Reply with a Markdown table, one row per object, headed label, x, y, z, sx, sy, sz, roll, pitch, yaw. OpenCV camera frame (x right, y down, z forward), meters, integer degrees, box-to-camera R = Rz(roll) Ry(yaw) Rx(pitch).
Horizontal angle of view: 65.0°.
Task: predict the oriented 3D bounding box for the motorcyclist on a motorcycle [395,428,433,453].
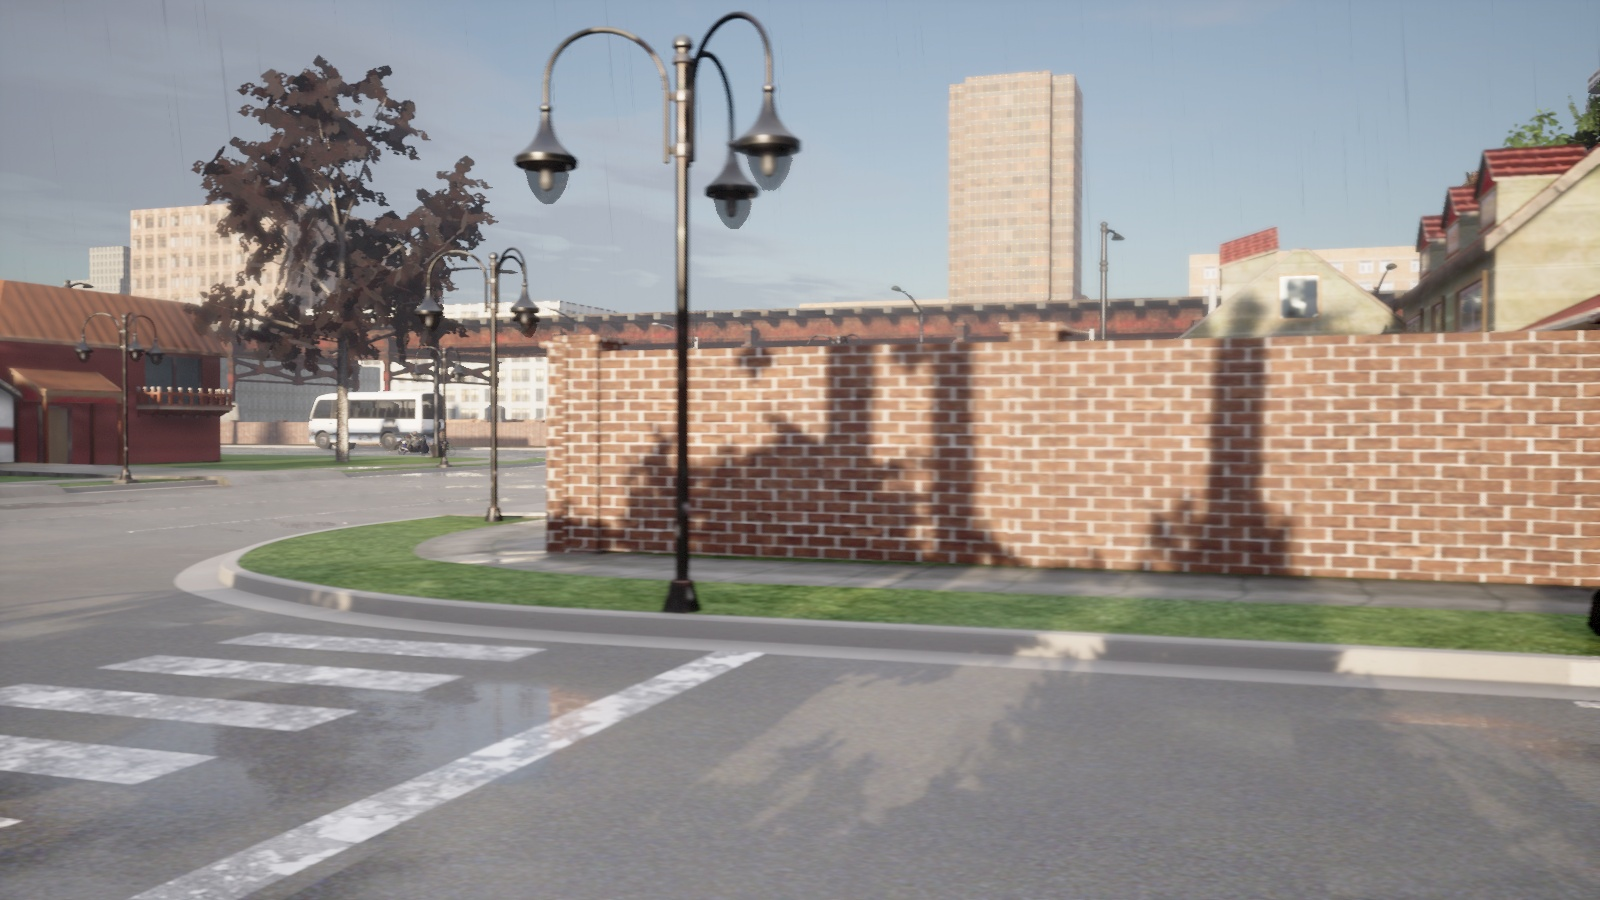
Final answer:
| label | x | y | z | sx | sy | sz | roll | pitch | yaw |
| --- | --- | --- | --- | --- | --- | --- | --- | --- | --- |
| motorcyclist on a motorcycle | -24.104 | -0.622 | 78.429 | 2.191 | 1.530 | 0.866 | 1 | 1 | 19 |

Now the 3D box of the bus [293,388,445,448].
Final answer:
| label | x | y | z | sx | sy | sz | roll | pitch | yaw |
| --- | --- | --- | --- | --- | --- | --- | --- | --- | --- |
| bus | -31.692 | -2.360 | 92.391 | 10.273 | 4.253 | 3.944 | 1 | 1 | 18 |
